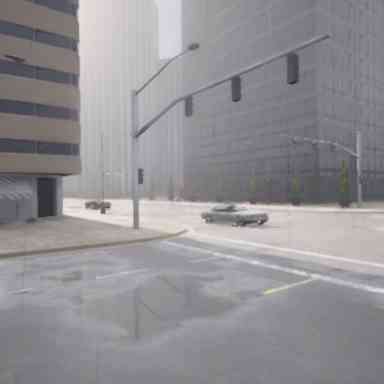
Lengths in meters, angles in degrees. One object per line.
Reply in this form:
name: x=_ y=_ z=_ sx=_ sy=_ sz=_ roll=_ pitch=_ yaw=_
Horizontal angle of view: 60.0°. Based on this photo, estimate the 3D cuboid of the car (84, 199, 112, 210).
car: x=-11.491 y=1.494 z=40.674 sx=1.895 sy=1.301 sz=4.718 roll=-1 pitch=1 yaw=-36

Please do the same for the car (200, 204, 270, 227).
car: x=2.656 y=1.468 z=21.379 sx=1.895 sy=1.301 sz=4.718 roll=-1 pitch=0 yaw=-36
